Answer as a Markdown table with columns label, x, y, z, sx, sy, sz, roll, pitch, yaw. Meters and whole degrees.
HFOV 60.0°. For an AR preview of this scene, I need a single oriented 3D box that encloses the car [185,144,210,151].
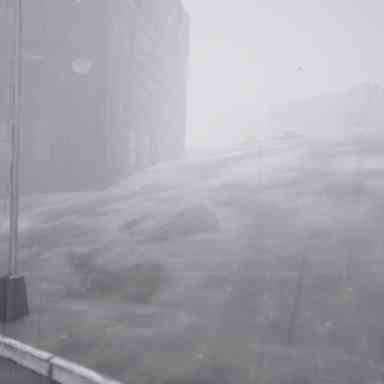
| label | x | y | z | sx | sy | sz | roll | pitch | yaw |
| --- | --- | --- | --- | --- | --- | --- | --- | --- | --- |
| car | 1.116 | -5.872 | 46.727 | 2.231 | 1.521 | 4.892 | 1 | 2 | -33 |

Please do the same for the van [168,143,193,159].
| label | x | y | z | sx | sy | sz | roll | pitch | yaw |
| --- | --- | --- | --- | --- | --- | --- | --- | --- | --- |
| van | -1.838 | -6.316 | 51.229 | 1.878 | 1.987 | 4.442 | 1 | 2 | -33 |

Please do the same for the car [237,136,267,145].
| label | x | y | z | sx | sy | sz | roll | pitch | yaw |
| --- | --- | --- | --- | --- | --- | --- | --- | --- | --- |
| car | 7.165 | -5.541 | 37.525 | 2.185 | 1.767 | 4.553 | 1 | 2 | -33 |

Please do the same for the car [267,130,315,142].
| label | x | y | z | sx | sy | sz | roll | pitch | yaw |
| --- | --- | --- | --- | --- | --- | --- | --- | --- | --- |
| car | 10.193 | -5.306 | 32.915 | 2.185 | 1.767 | 4.553 | 1 | 2 | -33 |

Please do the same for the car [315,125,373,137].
| label | x | y | z | sx | sy | sz | roll | pitch | yaw |
| --- | --- | --- | --- | --- | --- | --- | --- | --- | --- |
| car | 13.301 | -4.895 | 28.180 | 2.002 | 1.452 | 4.674 | 1 | 2 | -33 |
